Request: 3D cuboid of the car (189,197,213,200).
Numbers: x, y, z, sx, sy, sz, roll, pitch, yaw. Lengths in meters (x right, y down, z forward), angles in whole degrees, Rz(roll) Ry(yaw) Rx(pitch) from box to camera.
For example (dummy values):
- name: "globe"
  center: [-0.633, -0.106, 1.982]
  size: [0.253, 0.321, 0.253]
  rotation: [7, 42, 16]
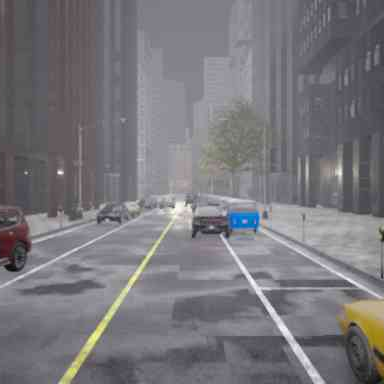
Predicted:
- name: "car"
  center: [0.897, 1.501, 33.680]
  size: [1.812, 1.442, 4.674]
  rotation: [0, 0, 0]

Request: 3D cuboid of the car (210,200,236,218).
- name: "car"
  center: [2.759, 1.521, 30.481]
  size: [1.887, 1.381, 4.507]
  rotation: [0, 0, 0]

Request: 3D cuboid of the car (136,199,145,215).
- name: "car"
  center: [-5.766, 1.502, 30.302]
  size: [1.752, 1.417, 4.829]
  rotation: [0, 0, 0]

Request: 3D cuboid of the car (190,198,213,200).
- name: "car"
  center: [0.898, 1.483, 27.680]
  size: [1.837, 1.490, 4.892]
  rotation: [0, 0, 0]

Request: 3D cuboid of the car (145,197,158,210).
- name: "car"
  center: [-5.767, 1.537, 41.710]
  size: [1.947, 1.339, 4.313]
  rotation: [0, 0, 0]

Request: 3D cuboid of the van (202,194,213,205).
- name: "van"
  center: [2.757, 1.307, 58.573]
  size: [1.690, 1.788, 3.998]
  rotation: [0, 0, 0]

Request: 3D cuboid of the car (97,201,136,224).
- name: "car"
  center: [-5.765, 1.546, 24.853]
  size: [1.947, 1.339, 4.313]
  rotation: [0, 0, 0]

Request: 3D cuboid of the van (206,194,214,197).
- name: "van"
  center: [2.759, 1.315, 36.099]
  size: [1.690, 1.788, 3.998]
  rotation: [0, 0, 0]

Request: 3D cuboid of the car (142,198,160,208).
- name: "car"
  center: [-5.767, 1.535, 47.328]
  size: [1.947, 1.339, 4.313]
  rotation: [0, 0, 0]

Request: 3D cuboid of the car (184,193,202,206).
- name: "car"
  center: [-0.004, 1.188, 53.009]
  size: [2.150, 2.045, 5.566]
  rotation: [0, 0, 0]

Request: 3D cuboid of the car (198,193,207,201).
- name: "car"
  center: [2.754, 1.279, 86.665]
  size: [2.192, 1.841, 5.009]
  rotation: [0, 0, 0]

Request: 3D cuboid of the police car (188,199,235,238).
- name: "police car"
  center: [0.899, 1.410, 17.790]
  size: [1.930, 1.638, 5.238]
  rotation: [0, 0, 0]

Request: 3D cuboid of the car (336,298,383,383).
- name: "car"
  center: [2.762, 1.523, 2.559]
  size: [1.752, 1.417, 4.829]
  rotation: [0, 0, 0]

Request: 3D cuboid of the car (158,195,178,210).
- name: "car"
  center: [-3.088, 1.496, 42.503]
  size: [1.812, 1.442, 4.674]
  rotation: [0, 0, 0]

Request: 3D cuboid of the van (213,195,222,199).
- name: "van"
  center: [2.760, 1.321, 24.863]
  size: [1.690, 1.788, 3.998]
  rotation: [0, 0, 0]

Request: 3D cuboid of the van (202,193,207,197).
- name: "van"
  center: [2.758, 1.310, 47.336]
  size: [1.690, 1.788, 3.998]
  rotation: [0, 0, 0]

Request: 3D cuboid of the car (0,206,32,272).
- name: "car"
  center: [-5.764, 1.307, 7.996]
  size: [2.192, 1.841, 5.009]
  rotation: [0, 0, 0]

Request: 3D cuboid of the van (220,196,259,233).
- name: "van"
  center: [2.760, 1.324, 19.243]
  size: [1.690, 1.788, 3.998]
  rotation: [0, 0, 0]

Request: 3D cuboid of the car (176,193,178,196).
- name: "car"
  center: [-5.771, 1.509, 92.278]
  size: [1.887, 1.381, 4.507]
  rotation: [0, 0, 0]
